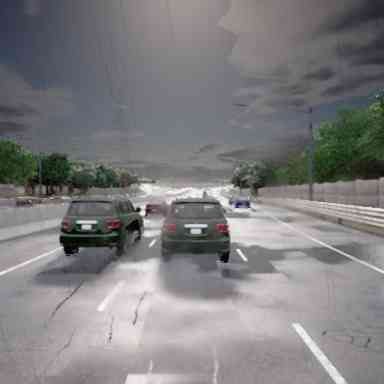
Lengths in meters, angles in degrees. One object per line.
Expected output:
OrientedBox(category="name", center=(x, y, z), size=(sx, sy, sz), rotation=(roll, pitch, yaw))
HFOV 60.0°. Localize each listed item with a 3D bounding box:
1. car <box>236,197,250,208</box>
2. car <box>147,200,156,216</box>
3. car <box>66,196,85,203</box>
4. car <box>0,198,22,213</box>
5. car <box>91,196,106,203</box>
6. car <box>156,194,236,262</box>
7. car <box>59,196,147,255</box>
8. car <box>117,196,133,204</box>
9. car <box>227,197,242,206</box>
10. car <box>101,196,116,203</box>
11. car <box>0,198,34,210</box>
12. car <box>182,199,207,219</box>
OrientedBox(category="car", center=(7.175, 1.464, 47.827), size=(1.882, 1.535, 5.008), rotation=(0, 0, 2))
OrientedBox(category="car", center=(-3.280, 1.454, 31.829), size=(1.882, 1.535, 5.008), rotation=(0, 0, 0))
OrientedBox(category="car", center=(-23.987, 1.532, 68.928), size=(2.033, 1.411, 5.357), rotation=(0, 0, 1))
OrientedBox(category="car", center=(-20.927, 1.452, 36.546), size=(1.882, 1.535, 5.008), rotation=(0, 0, 1))
OrientedBox(category="car", center=(-20.427, 1.585, 72.944), size=(1.895, 1.301, 4.718), rotation=(0, 0, 1))
OrientedBox(category="car", center=(0.122, 1.211, 12.229), size=(2.150, 2.045, 5.566), rotation=(0, 0, 0))
OrientedBox(category="car", center=(-3.374, 1.209, 13.367), size=(2.150, 2.045, 5.566), rotation=(0, 0, 0))
OrientedBox(category="car", center=(-13.508, 1.552, 67.357), size=(2.033, 1.411, 5.357), rotation=(0, 0, 1))
OrientedBox(category="car", center=(7.370, 1.549, 58.078), size=(2.033, 1.411, 5.357), rotation=(0, 0, 1))
OrientedBox(category="car", center=(-16.997, 1.535, 68.205), size=(1.812, 1.442, 4.674), rotation=(0, 0, 1))
OrientedBox(category="car", center=(-14.015, 1.328, 25.559), size=(2.097, 1.767, 4.553), rotation=(0, 0, 0))
OrientedBox(category="car", center=(0.209, 1.468, 30.272), size=(2.128, 1.511, 4.902), rotation=(0, 0, 0))
